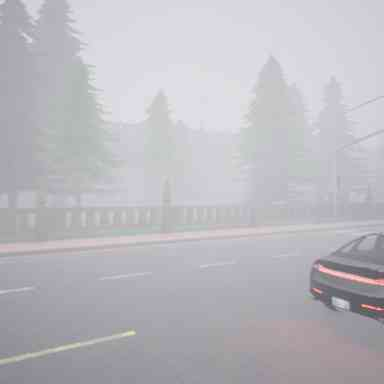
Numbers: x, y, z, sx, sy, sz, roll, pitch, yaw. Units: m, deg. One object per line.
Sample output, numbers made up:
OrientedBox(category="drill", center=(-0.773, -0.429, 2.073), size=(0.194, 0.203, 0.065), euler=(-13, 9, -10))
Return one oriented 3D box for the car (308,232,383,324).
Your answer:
OrientedBox(category="car", center=(4.395, 1.516, 6.354), size=(4.902, 1.511, 2.128), euler=(0, 0, -30))
